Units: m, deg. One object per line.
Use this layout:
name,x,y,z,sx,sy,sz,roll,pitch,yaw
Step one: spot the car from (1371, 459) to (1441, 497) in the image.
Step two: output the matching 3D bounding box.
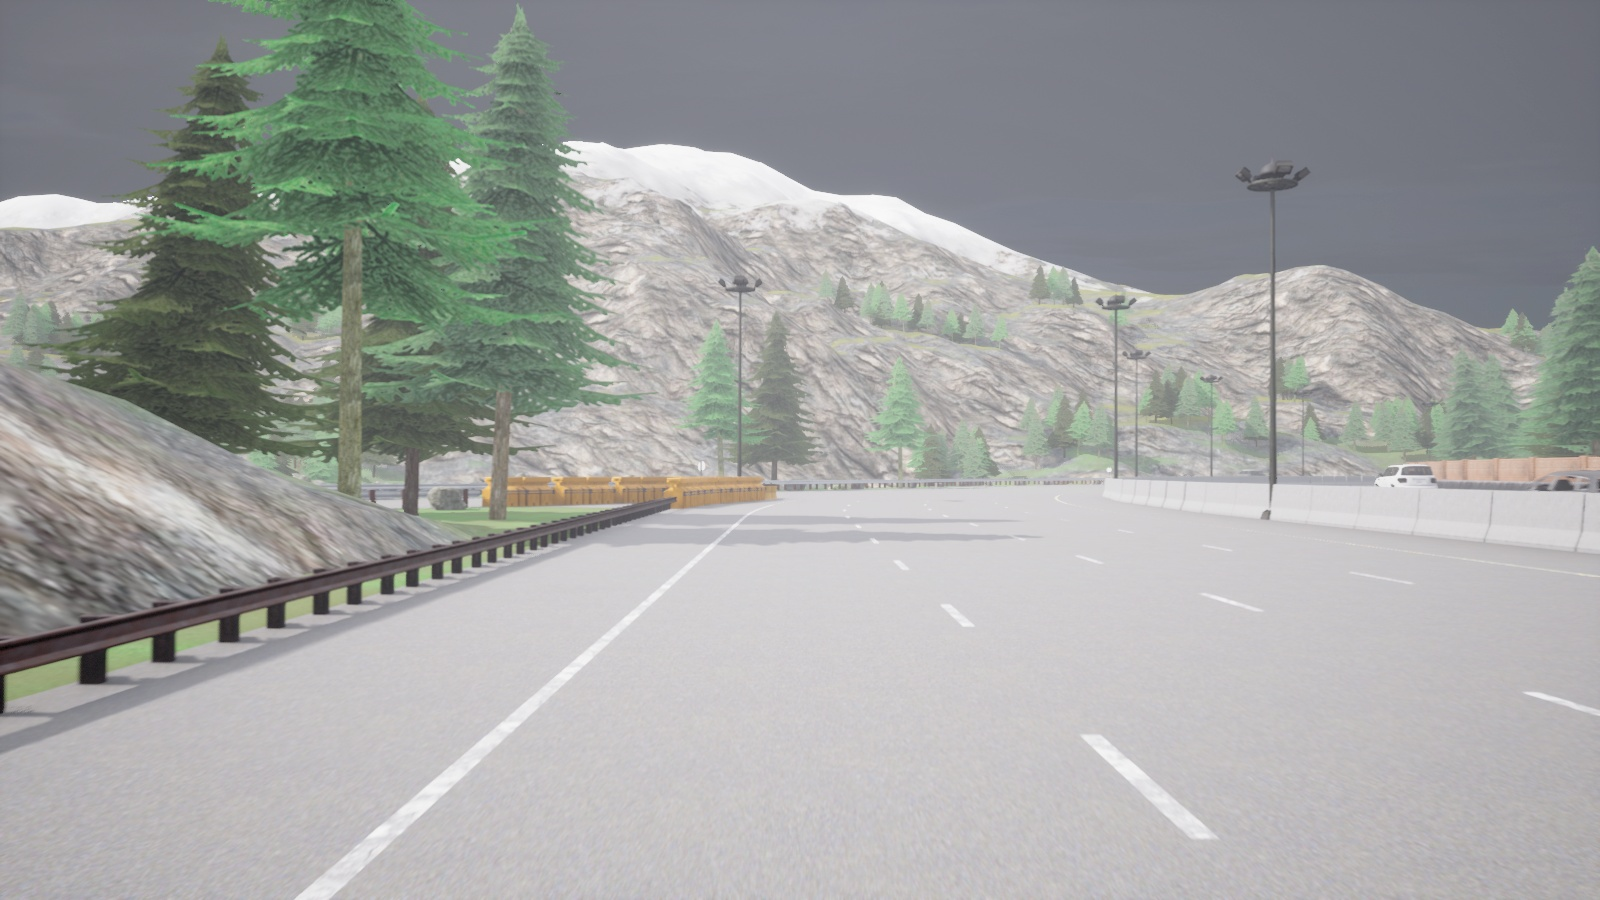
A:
car,34.041,1.581,70.701,2.150,2.045,5.566,-1,-1,11

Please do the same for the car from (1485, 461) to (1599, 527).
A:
car,20.917,1.143,33.949,2.242,1.667,4.611,0,-1,0
